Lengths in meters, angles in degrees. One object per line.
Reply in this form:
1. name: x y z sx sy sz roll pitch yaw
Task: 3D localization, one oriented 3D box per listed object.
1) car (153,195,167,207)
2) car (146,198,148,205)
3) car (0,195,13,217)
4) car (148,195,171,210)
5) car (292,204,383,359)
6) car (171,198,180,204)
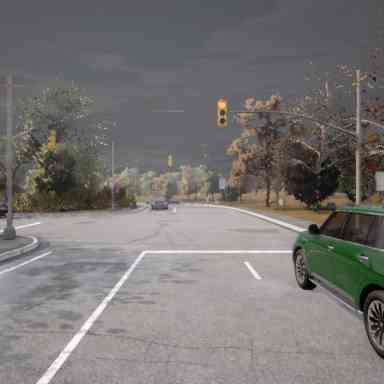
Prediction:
1. car: -5.739 1.570 59.505 2.150 2.045 5.566 0 -1 -9
2. car: -9.188 2.054 75.036 2.097 1.767 4.553 0 -1 -16
3. car: -19.100 1.331 29.742 5.566 2.045 2.150 0 0 0
4. car: -4.155 1.431 43.260 2.097 1.767 4.553 0 -1 -4
5. car: 3.586 1.221 6.026 2.150 2.045 5.566 0 0 0
6. car: -4.601 2.359 82.953 2.128 1.511 4.902 0 -1 -22
